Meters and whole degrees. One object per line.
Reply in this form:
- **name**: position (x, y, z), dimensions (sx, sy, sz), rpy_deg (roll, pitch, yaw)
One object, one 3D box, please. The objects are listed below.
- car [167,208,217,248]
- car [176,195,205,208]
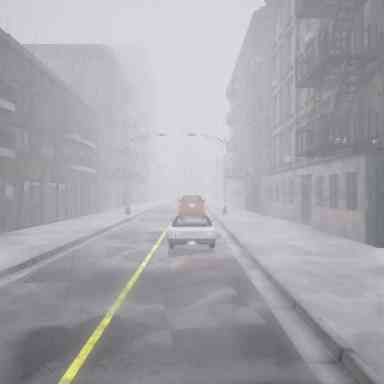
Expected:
- **car**: position (0.000, 1.622, 14.681), dimensions (1.895, 1.301, 4.718), rpy_deg (0, 0, 0)
- **car**: position (0.000, 1.273, 29.681), dimensions (2.150, 2.045, 5.566), rpy_deg (0, 0, 0)
